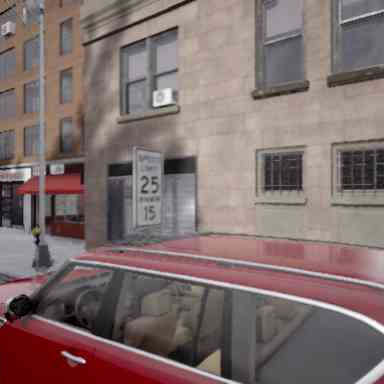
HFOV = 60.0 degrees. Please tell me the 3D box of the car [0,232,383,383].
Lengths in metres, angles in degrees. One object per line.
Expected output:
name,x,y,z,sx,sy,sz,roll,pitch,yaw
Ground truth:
car,-0.174,1.315,2.973,5.009,1.841,2.192,0,0,35
